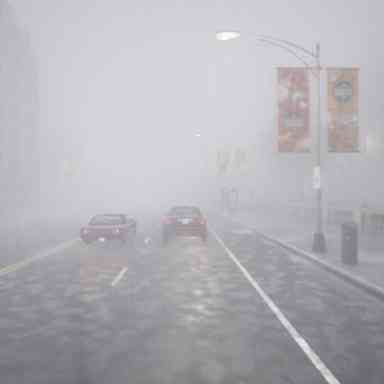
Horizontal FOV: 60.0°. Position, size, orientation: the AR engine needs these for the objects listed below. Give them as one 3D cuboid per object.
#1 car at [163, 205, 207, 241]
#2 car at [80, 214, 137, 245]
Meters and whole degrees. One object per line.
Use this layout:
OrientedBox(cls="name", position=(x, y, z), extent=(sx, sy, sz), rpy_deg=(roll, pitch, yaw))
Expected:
OrientedBox(cls="car", position=(-0.375, 1.444, 17.392), extent=(2.097, 1.767, 4.553), rpy_deg=(0, 0, -2))
OrientedBox(cls="car", position=(-3.837, 1.706, 16.162), extent=(1.895, 1.301, 4.718), rpy_deg=(0, 0, -2))
